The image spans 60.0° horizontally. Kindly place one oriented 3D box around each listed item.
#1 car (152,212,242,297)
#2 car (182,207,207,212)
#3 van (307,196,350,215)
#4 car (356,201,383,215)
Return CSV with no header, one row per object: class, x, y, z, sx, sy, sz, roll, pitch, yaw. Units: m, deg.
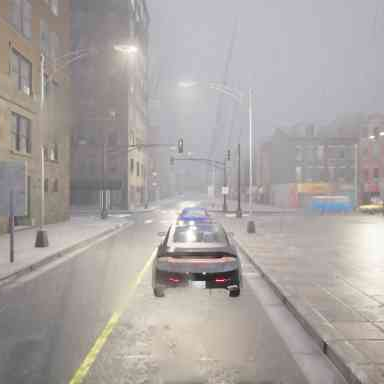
car,0.106,1.491,8.545,2.128,1.511,4.902,0,0,0
car,0.124,1.525,17.811,1.812,1.442,4.674,0,0,1
van,13.771,1.337,33.595,3.998,1.788,1.690,0,0,0
car,19.213,1.517,33.581,4.829,1.417,1.752,0,0,0
